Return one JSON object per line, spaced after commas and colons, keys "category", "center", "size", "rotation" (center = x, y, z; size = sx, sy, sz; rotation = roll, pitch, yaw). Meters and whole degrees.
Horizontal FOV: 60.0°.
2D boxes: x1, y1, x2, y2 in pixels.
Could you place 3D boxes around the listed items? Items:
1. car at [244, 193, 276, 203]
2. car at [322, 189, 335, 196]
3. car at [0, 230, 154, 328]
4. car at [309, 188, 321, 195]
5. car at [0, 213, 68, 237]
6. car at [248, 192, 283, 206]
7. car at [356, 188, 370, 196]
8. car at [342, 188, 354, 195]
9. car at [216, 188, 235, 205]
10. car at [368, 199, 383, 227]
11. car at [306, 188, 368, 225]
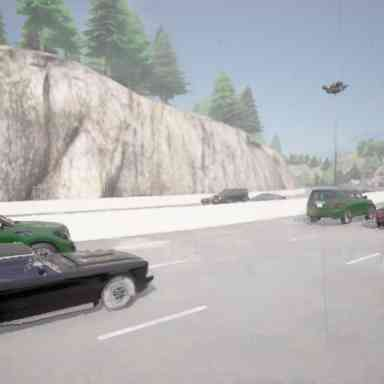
{"category": "car", "center": [7.547, 0.902, 33.336], "size": [4.902, 1.511, 2.128], "rotation": [-2, 1, -44]}
{"category": "car", "center": [29.218, 0.025, 71.216], "size": [1.994, 1.385, 4.181], "rotation": [-1, 1, 32]}
{"category": "car", "center": [-3.103, 1.587, 5.926], "size": [4.718, 1.301, 1.895], "rotation": [-2, 1, -36]}
{"category": "car", "center": [28.360, -0.092, 76.615], "size": [1.837, 1.490, 4.892], "rotation": [-1, 1, 30]}
{"category": "car", "center": [-5.867, 1.232, 8.238], "size": [5.566, 2.045, 2.150], "rotation": [-2, 1, -36]}
{"category": "car", "center": [8.781, 0.830, 39.509], "size": [1.812, 1.442, 4.674], "rotation": [0, 1, 44]}
{"category": "car", "center": [33.303, 0.020, 64.571], "size": [1.994, 1.385, 4.181], "rotation": [-1, 1, 33]}
{"category": "car", "center": [34.062, -0.108, 72.505], "size": [1.994, 1.385, 4.181], "rotation": [-1, 1, 32]}
{"category": "car", "center": [4.733, 0.594, 40.357], "size": [2.150, 2.045, 5.566], "rotation": [0, 1, 45]}
{"category": "car", "center": [11.244, 1.072, 17.460], "size": [4.674, 1.442, 1.812], "rotation": [-2, 1, -42]}
{"category": "car", "center": [9.060, 0.776, 20.148], "size": [5.566, 2.045, 2.150], "rotation": [-2, 1, -41]}
